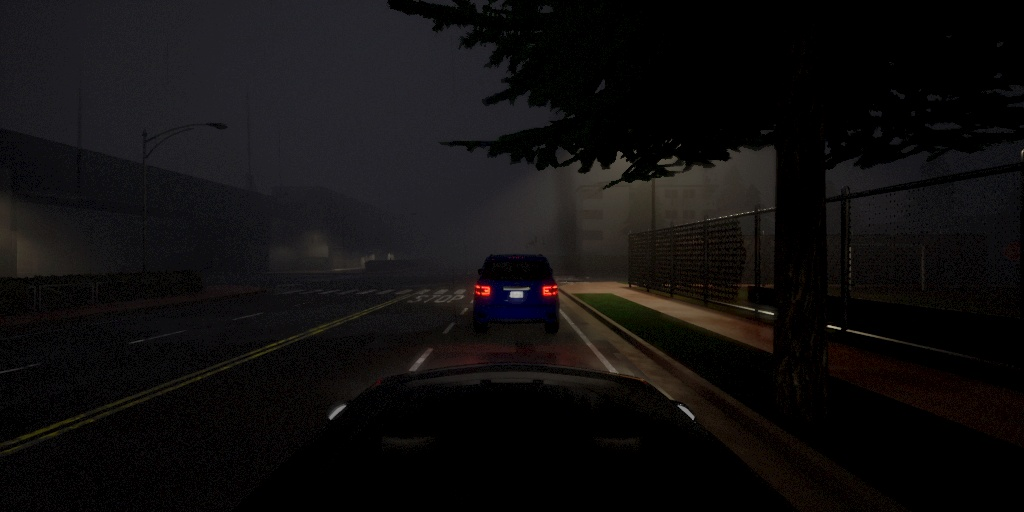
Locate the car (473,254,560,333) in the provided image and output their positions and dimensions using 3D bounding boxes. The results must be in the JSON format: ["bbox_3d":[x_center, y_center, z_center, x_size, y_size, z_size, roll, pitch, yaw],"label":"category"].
[{"bbox_3d":[0.113,0.972,10.857,2.150,2.045,5.566,0,0,0],"label":"car"}]

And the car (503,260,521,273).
[{"bbox_3d":[0.013,1.241,45.716,2.128,1.511,4.902,0,0,0],"label":"car"}]
